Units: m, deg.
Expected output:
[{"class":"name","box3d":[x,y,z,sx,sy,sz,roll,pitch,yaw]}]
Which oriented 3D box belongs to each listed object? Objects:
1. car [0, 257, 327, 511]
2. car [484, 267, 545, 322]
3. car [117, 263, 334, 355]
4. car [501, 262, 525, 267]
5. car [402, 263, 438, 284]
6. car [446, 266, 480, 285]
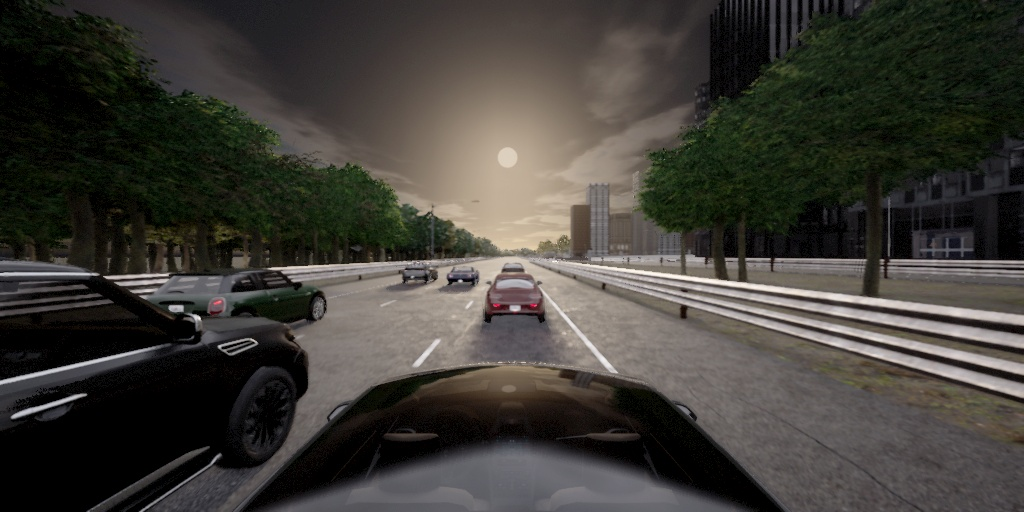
[{"class":"car","box3d":[-3.399,0.971,1.729,2.150,2.045,5.566,0,0,0]},{"class":"car","box3d":[0.080,1.282,12.253,1.812,1.442,4.674,0,0,0]},{"class":"car","box3d":[-6.905,1.106,9.496,2.097,1.767,4.553,0,0,0]},{"class":"car","box3d":[0.086,1.245,28.922,1.882,1.535,5.008,0,0,0]},{"class":"car","box3d":[-6.912,1.257,27.357,2.128,1.511,4.902,0,0,0]},{"class":"car","box3d":[-3.412,1.366,25.946,1.895,1.301,4.718,0,0,0]}]
